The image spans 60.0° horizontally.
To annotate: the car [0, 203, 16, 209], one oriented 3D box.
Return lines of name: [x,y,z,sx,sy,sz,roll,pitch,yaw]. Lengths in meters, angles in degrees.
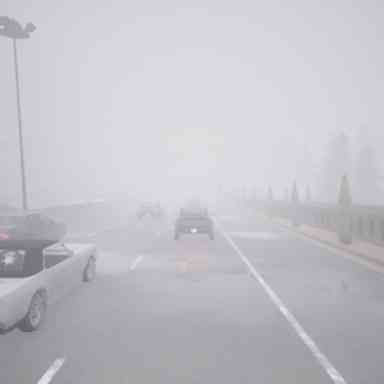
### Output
car: [-14.093,1.515,23.932,1.994,1.385,4.181,0,0,0]

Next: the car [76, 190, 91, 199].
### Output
car: [-21.020,0.461,64.887,2.128,1.511,4.902,0,4,0]

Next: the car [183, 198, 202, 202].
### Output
car: [0.095,1.420,38.738,1.837,1.490,4.892,0,0,0]

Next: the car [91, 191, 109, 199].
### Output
car: [-17.519,0.506,64.912,1.994,1.385,4.181,0,5,0]

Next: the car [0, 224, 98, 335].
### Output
car: [-3.401,1.592,6.720,1.895,1.301,4.718,0,0,0]

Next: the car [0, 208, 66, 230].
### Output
car: [-6.902,1.523,13.632,2.033,1.411,5.357,0,0,0]

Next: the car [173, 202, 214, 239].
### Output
car: [0.098,1.471,17.131,1.837,1.490,4.892,0,0,0]

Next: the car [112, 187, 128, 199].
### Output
car: [-14.020,0.168,64.855,2.150,2.045,5.566,0,4,0]

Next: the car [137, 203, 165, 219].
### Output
car: [-3.404,1.542,28.185,1.895,1.301,4.718,0,0,0]
